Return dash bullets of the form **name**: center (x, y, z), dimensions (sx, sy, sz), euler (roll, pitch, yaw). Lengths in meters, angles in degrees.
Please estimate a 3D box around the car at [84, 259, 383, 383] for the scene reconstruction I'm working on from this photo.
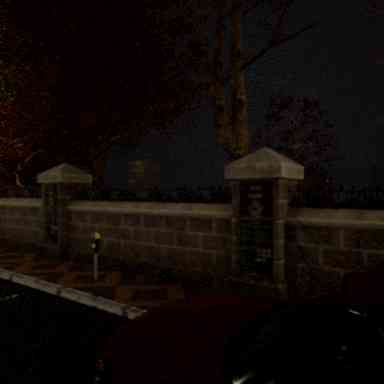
- **car**: center (1.546, 1.317, 1.781), dimensions (5.009, 1.841, 2.192), euler (0, 0, 36)
